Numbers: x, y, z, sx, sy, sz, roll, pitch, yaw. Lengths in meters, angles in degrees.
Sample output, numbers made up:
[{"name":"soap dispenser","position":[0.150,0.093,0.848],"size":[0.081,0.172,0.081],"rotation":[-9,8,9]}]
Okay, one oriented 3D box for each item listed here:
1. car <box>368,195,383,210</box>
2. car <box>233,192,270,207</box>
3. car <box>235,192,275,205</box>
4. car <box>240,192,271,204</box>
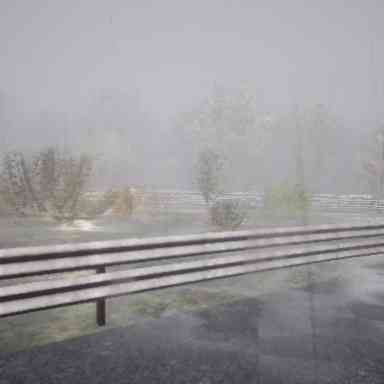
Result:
[{"name":"car","position":[22.302,1.146,37.198],"size":[4.553,1.767,2.097],"rotation":[2,2,11]},{"name":"car","position":[7.568,0.949,40.063],"size":[5.357,1.411,2.033],"rotation":[2,2,11]},{"name":"car","position":[8.240,0.809,43.494],"size":[5.008,1.535,1.882],"rotation":[2,2,11]},{"name":"car","position":[8.892,0.818,46.934],"size":[4.181,1.385,1.994],"rotation":[2,2,11]}]
